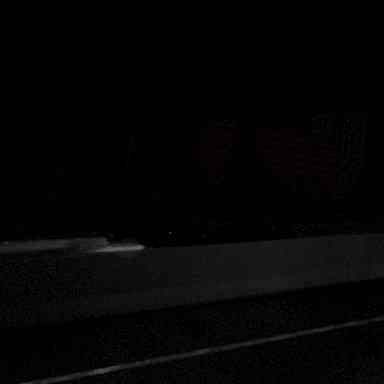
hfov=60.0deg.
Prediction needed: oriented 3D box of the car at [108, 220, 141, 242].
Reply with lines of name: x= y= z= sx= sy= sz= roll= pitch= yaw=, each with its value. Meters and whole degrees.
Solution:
car: x=-1.889 y=1.735 z=17.129 sx=4.718 sy=1.301 sz=1.895 roll=-1 pitch=0 yaw=-20

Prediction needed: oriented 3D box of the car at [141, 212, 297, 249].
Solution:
car: x=1.037 y=1.554 z=10.743 sx=4.892 sy=1.490 sz=1.837 roll=-1 pitch=0 yaw=-20

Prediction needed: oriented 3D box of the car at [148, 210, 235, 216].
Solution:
car: x=0.769 y=1.579 z=14.363 sx=4.892 sy=1.490 sz=1.837 roll=-1 pitch=0 yaw=-20
